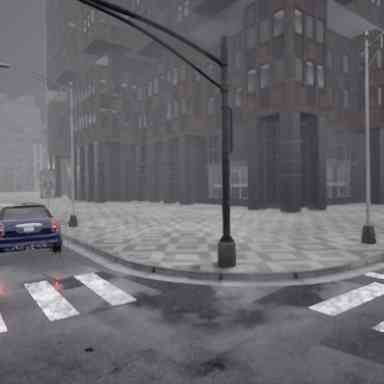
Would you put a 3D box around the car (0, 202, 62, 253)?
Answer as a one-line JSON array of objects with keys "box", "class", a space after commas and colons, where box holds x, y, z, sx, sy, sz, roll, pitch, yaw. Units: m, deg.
[{"box": [-6.307, 1.148, 12.022, 2.097, 1.767, 4.553, -1, 1, -36], "class": "car"}]
